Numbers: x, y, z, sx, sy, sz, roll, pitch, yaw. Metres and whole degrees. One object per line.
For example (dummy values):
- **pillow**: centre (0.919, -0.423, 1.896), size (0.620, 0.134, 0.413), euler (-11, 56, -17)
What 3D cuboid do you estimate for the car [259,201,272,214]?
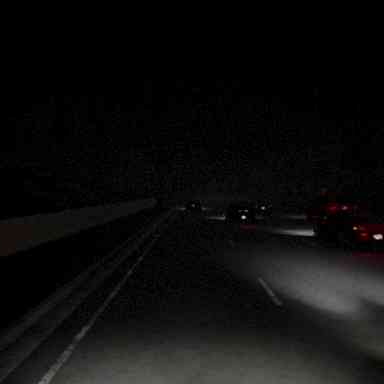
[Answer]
- **car**: centre (7.139, 1.589, 35.384), size (1.994, 1.385, 4.181), euler (0, 0, 0)

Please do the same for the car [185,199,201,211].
- **car**: centre (0.185, 1.593, 41.741), size (1.994, 1.385, 4.181), euler (0, 0, 1)

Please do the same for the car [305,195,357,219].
- **car**: centre (10.614, 1.241, 25.704), size (2.150, 2.045, 5.566), euler (0, 0, 0)

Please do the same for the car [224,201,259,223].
- **car**: centre (3.625, 1.523, 25.739), size (1.837, 1.490, 4.892), euler (0, 0, 0)

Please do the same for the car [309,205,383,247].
- **car**: centre (7.117, 1.537, 14.999), size (1.812, 1.442, 4.674), euler (0, 0, 0)
